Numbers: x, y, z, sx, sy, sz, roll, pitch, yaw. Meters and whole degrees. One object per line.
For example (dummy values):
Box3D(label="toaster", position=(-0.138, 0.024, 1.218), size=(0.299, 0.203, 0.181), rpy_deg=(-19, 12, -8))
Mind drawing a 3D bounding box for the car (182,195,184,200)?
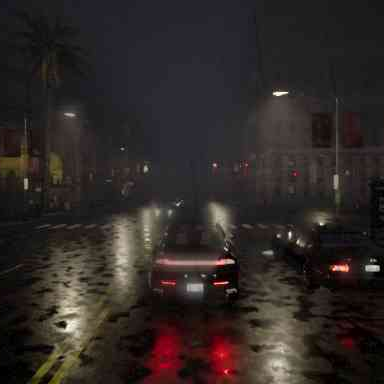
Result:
Box3D(label="car", position=(-3.462, 1.518, 76.969), size=(2.128, 1.511, 4.902), rpy_deg=(0, 0, 0))

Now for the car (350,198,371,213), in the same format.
Box3D(label="car", position=(20.080, 1.597, 36.446), size=(4.718, 1.301, 1.895), rpy_deg=(0, 0, -1))

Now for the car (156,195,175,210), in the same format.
Box3D(label="car", position=(-3.578, 1.474, 43.601), size=(1.882, 1.535, 5.008), rpy_deg=(0, 0, 0))

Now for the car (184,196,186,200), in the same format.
Box3D(label="car", position=(-2.838, 1.532, 90.467), size=(2.033, 1.411, 5.357), rpy_deg=(0, 0, 10))

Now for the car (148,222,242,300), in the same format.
Box3D(label="car", position=(0.063, 1.491, 8.347), size=(2.128, 1.511, 4.902), rpy_deg=(0, 0, 0))

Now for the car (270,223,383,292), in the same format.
Box3D(label="car", position=(3.567, 1.547, 9.047), size=(2.033, 1.411, 5.357), rpy_deg=(0, 0, 0))

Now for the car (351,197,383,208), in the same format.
Box3D(label="car", position=(26.061, 1.473, 48.209), size=(5.008, 1.535, 1.882), rpy_deg=(0, 0, 0))

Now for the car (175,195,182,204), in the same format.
Box3D(label="car", position=(-3.523, 1.346, 63.946), size=(2.097, 1.767, 4.553), rpy_deg=(0, 0, 1))
